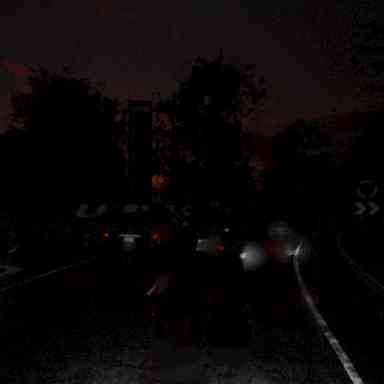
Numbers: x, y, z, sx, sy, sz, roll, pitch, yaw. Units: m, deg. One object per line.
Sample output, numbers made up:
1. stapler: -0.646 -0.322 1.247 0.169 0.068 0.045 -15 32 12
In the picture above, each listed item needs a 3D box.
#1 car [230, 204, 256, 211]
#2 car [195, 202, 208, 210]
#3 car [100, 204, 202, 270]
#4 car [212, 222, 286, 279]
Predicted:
1. car: 9.163 2.571 59.951 5.008 1.535 1.882 -1 -2 41
2. car: 1.515 2.587 60.921 4.902 1.511 2.128 0 -1 20
3. car: -1.277 1.442 11.678 2.097 1.767 4.553 0 -1 15
4. car: 1.898 1.636 10.431 1.994 1.385 4.181 0 -1 15
